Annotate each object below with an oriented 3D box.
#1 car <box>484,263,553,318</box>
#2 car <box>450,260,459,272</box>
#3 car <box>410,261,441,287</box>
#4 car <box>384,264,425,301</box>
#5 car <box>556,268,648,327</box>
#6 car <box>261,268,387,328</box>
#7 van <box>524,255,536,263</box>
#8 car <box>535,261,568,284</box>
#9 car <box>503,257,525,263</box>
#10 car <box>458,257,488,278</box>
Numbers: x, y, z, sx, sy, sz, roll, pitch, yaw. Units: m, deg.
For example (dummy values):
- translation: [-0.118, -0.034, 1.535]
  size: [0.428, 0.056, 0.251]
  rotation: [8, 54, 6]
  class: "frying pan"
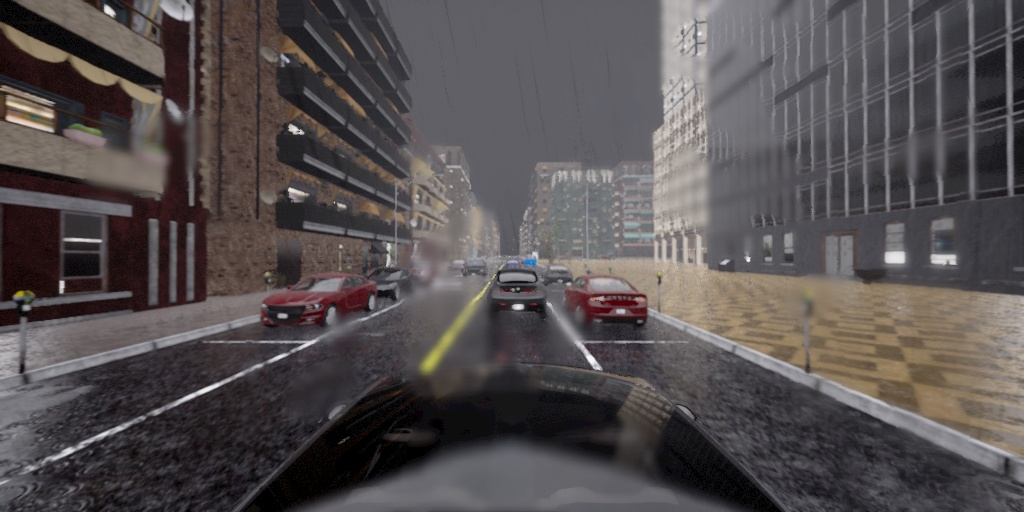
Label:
- translation: [0.127, 1.175, 12.587]
  size: [1.837, 1.490, 4.892]
  rotation: [0, 0, -1]
  class: "car"
- translation: [-5.687, 1.059, 38.985]
  size: [1.802, 1.307, 4.207]
  rotation: [0, 0, 0]
  class: "car"
- translation: [-5.688, 1.038, 22.276]
  size: [1.967, 1.591, 4.097]
  rotation: [0, 0, 0]
  class: "car"
- translation: [-5.688, 1.205, 16.707]
  size: [1.948, 1.339, 4.313]
  rotation: [0, 0, 0]
  class: "car"
- translation: [2.692, 1.226, 11.135]
  size: [1.888, 1.381, 4.507]
  rotation: [0, 0, 0]
  class: "car"
- translation: [-5.689, 1.225, 11.137]
  size: [1.888, 1.381, 4.507]
  rotation: [0, 0, 0]
  class: "car"
- translation: [2.721, 0.712, 53.511]
  size: [1.690, 1.789, 3.998]
  rotation: [0, 0, 0]
  class: "van"
- translation: [2.693, 1.149, 22.274]
  size: [2.007, 1.370, 4.403]
  rotation: [0, 0, 0]
  class: "car"
- translation: [0.103, 1.015, 37.223]
  size: [1.812, 1.442, 4.674]
  rotation: [0, 0, 0]
  class: "car"
- translation: [-3.089, 1.078, 31.515]
  size: [2.033, 1.411, 5.357]
  rotation: [0, 0, 0]
  class: "car"
